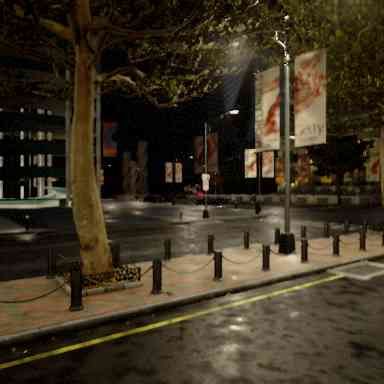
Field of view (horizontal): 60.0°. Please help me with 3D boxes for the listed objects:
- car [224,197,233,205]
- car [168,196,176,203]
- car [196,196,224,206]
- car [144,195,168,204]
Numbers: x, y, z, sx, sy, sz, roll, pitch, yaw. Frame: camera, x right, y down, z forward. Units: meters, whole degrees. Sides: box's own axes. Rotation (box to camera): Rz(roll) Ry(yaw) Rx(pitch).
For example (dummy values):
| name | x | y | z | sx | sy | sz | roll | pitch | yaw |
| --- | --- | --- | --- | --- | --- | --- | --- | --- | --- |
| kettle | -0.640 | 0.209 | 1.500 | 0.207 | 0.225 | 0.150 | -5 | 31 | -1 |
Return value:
| name | x | y | z | sx | sy | sz | roll | pitch | yaw |
| --- | --- | --- | --- | --- | --- | --- | --- | --- | --- |
| car | 4.648 | 1.420 | 54.824 | 2.128 | 1.511 | 4.902 | 0 | 0 | -35 |
| car | -5.418 | 1.430 | 67.954 | 4.892 | 1.490 | 1.837 | 1 | 1 | 43 |
| car | 2.477 | 1.500 | 51.808 | 1.994 | 1.385 | 4.181 | 0 | 0 | -35 |
| car | -7.361 | 1.288 | 64.641 | 2.097 | 1.767 | 4.553 | 0 | 0 | -45 |
